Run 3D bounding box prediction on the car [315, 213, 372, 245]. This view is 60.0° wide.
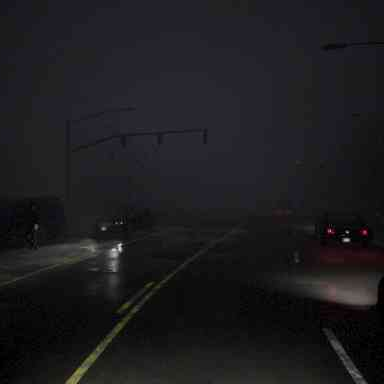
[{"bbox_3d":[6.725,1.601,15.261,1.895,1.301,4.718,0,0,16],"label":"car"}]

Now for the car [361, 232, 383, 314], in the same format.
[{"bbox_3d":[3.987,1.500,3.885,1.837,1.490,4.892,0,-1,6],"label":"car"}]

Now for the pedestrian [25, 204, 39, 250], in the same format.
[{"bbox_3d":[-6.080,1.294,12.664,0.375,1.860,0.375,0,0,15],"label":"pedestrian"}]

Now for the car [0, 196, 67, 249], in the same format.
[{"bbox_3d":[-8.064,1.223,15.111,2.150,2.045,5.566,0,0,16],"label":"car"}]

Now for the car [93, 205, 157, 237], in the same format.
[{"bbox_3d":[-3.512,1.491,18.270,2.128,1.511,4.902,0,0,17],"label":"car"}]

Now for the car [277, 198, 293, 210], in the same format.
[{"bbox_3d":[11.863,1.441,42.472,2.128,1.511,4.902,0,0,18],"label":"car"}]
